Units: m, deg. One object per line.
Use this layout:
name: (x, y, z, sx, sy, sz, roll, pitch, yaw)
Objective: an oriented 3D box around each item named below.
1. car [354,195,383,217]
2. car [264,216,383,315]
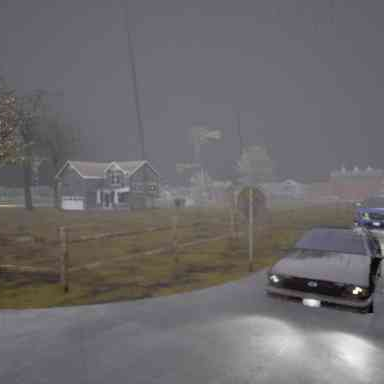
car: (10.518, 1.180, 18.337, 2.150, 2.045, 5.566, 0, 0, 36)
car: (3.464, 1.520, 8.003, 2.033, 1.411, 5.357, 0, 0, 32)
